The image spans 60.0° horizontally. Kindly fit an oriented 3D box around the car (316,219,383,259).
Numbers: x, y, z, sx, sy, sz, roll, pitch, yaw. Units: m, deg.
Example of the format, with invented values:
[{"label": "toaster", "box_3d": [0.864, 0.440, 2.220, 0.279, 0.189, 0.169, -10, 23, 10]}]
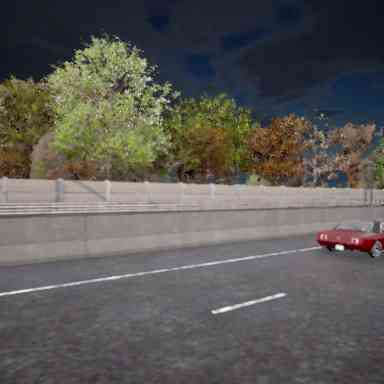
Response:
[{"label": "car", "box_3d": [7.139, 1.737, 13.251, 4.718, 1.301, 1.895, 1, 0, -35]}]
